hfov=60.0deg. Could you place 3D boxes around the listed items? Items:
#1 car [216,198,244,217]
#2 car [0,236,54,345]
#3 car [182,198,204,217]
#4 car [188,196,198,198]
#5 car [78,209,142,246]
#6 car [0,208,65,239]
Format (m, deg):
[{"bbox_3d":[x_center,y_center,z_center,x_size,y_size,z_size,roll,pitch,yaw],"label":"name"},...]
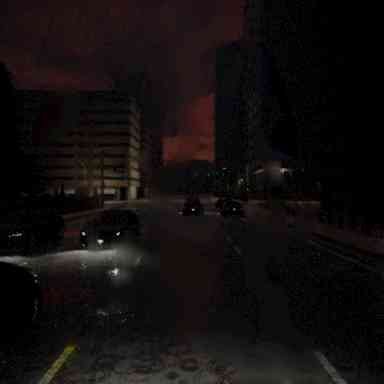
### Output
[{"bbox_3d":[3.615,1.528,30.879,2.033,1.411,5.357,0,0,0],"label":"car"},{"bbox_3d":[-3.593,1.562,4.090,1.994,1.385,4.181,0,0,0],"label":"car"},{"bbox_3d":[0.109,1.545,31.643,1.994,1.385,4.181,0,0,0],"label":"car"},{"bbox_3d":[0.091,1.319,43.627,2.097,1.767,4.553,0,0,0],"label":"car"},{"bbox_3d":[-3.575,1.538,15.623,2.033,1.411,5.357,0,0,0],"label":"car"},{"bbox_3d":[-7.081,1.497,14.379,1.837,1.490,4.892,0,0,0],"label":"car"}]
